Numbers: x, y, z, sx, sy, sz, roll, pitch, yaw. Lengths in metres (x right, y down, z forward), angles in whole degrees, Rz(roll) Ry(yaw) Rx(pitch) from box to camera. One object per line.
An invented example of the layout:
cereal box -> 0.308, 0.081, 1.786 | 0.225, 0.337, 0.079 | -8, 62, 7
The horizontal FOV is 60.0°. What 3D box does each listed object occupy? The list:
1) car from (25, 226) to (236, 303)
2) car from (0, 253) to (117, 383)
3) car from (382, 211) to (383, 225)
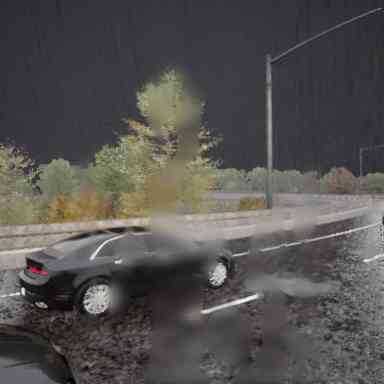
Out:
car -> -1.123, 1.527, 7.489 | 4.892, 1.490, 1.837 | 0, 0, -38
car -> -3.120, 1.521, 1.684 | 4.902, 1.511, 2.128 | 0, 0, -35
car -> 14.165, 1.272, 21.939 | 2.097, 1.767, 4.553 | -1, 0, 42
